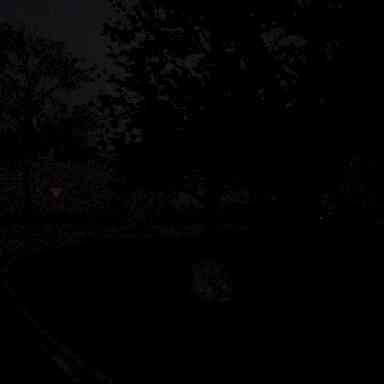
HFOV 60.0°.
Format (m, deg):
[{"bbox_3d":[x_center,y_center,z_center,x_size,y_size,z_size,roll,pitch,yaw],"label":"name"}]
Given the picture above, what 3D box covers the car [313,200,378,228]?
[{"bbox_3d":[10.437,1.517,22.496,5.008,1.535,1.882,0,0,-29],"label":"car"}]
